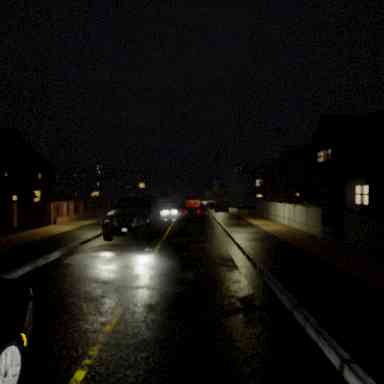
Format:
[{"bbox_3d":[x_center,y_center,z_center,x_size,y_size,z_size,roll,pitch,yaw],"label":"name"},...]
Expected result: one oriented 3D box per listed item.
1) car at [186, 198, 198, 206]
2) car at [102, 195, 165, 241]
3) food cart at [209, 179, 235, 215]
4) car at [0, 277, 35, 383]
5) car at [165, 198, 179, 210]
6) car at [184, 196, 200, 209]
[{"bbox_3d":[0.045,1.649,57.767,1.895,1.301,4.718,0,0,0],"label":"car"},{"bbox_3d":[-2.827,1.203,16.733,2.150,2.045,5.566,0,1,0],"label":"car"},{"bbox_3d":[3.050,0.459,34.706,2.280,3.560,4.660,1,1,0],"label":"food cart"},{"bbox_3d":[-2.849,1.475,2.015,1.882,1.535,5.008,0,0,0],"label":"car"},{"bbox_3d":[-2.770,1.502,44.198,2.128,1.511,4.902,0,0,1],"label":"car"},{"bbox_3d":[0.050,1.368,45.632,2.097,1.767,4.553,0,0,0],"label":"car"}]
